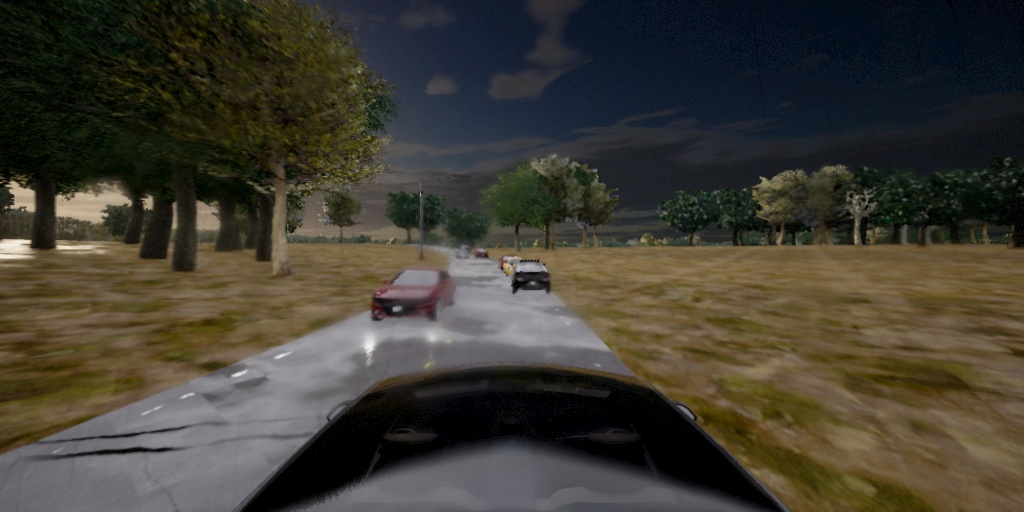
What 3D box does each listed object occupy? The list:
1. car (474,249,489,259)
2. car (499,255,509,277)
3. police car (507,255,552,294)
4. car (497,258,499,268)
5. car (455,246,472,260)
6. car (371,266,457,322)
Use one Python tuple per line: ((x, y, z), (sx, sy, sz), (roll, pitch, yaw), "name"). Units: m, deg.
((-4.874, -0.433, 56.237), (1.882, 1.535, 5.008), (0, 3, -13), "car")
((0.254, 0.739, 29.099), (1.801, 1.575, 5.366), (-2, 3, -5), "car")
((0.891, 0.981, 18.937), (1.930, 1.638, 5.238), (0, 1, -2), "police car")
((-0.318, 0.586, 34.958), (1.812, 1.442, 4.674), (-1, 2, -7), "car")
((-7.231, -0.254, 52.528), (2.128, 1.511, 4.902), (0, 3, -11), "car")
((-3.065, 1.120, 12.062), (1.882, 1.535, 5.008), (0, 1, 0), "car")
